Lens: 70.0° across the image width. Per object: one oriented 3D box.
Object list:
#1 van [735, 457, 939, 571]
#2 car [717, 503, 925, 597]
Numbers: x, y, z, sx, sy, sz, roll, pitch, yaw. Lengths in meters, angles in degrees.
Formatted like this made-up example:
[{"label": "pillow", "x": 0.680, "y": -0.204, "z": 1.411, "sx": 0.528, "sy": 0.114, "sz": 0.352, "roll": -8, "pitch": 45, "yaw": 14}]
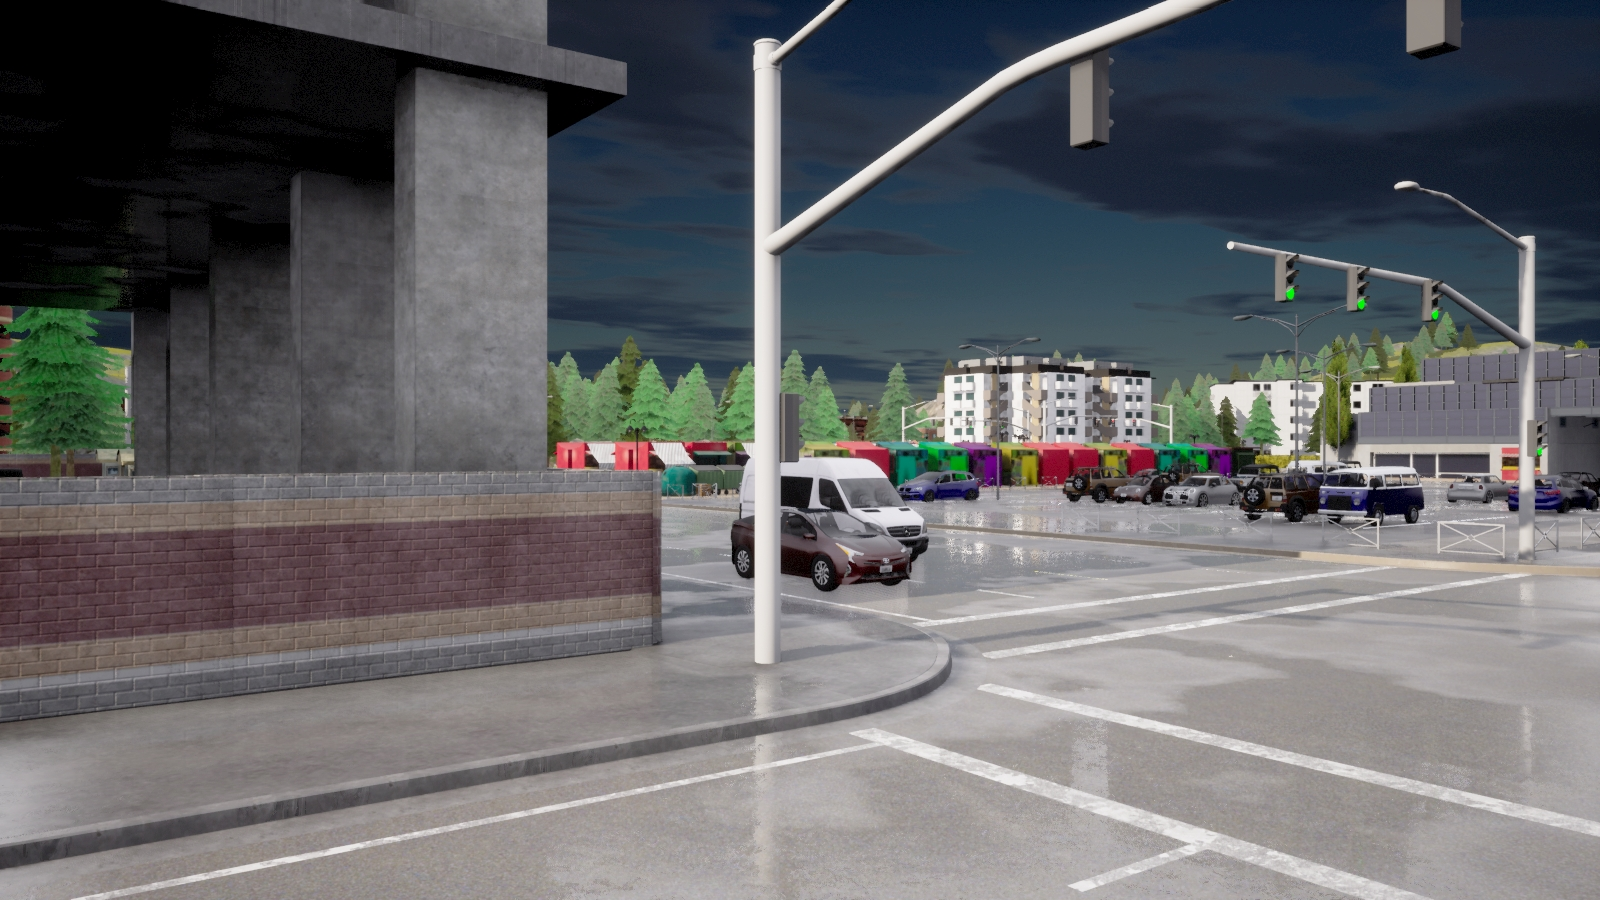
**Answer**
[{"label": "van", "x": 0.780, "y": 1.479, "z": 29.066, "sx": 1.988, "sy": 2.561, "sz": 5.915, "roll": 0, "pitch": 0, "yaw": -36}, {"label": "car", "x": 0.324, "y": 1.984, "z": 23.786, "sx": 2.007, "sy": 1.525, "sz": 4.514, "roll": 0, "pitch": 0, "yaw": -36}]
